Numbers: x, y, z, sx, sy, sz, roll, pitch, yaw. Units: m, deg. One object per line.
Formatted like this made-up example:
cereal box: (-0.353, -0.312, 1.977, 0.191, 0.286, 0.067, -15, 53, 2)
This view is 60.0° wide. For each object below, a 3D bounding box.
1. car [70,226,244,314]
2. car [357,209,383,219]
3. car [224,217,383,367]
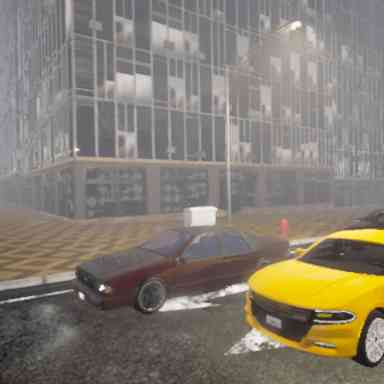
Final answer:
car: (0.108, 1.531, 7.748, 5.357, 1.411, 2.033, 0, 0, -36)
car: (8.053, 1.431, 13.379, 4.892, 1.490, 1.837, 0, 0, -35)
car: (3.130, 1.450, 5.903, 5.008, 1.535, 1.882, 0, 0, -35)
